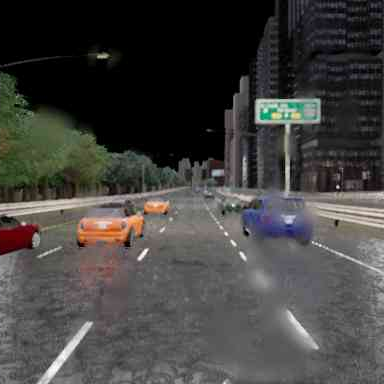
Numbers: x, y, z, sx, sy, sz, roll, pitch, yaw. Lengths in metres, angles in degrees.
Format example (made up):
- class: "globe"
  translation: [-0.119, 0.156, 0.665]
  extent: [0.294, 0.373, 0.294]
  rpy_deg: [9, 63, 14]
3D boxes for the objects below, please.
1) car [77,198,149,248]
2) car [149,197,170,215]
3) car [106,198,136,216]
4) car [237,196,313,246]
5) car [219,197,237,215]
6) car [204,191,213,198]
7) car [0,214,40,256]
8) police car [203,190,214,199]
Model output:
- class: "car"
  translation: [-3.368, 1.305, 14.657]
  extent: [2.097, 1.767, 4.553]
  rpy_deg: [0, 0, 0]
- class: "car"
  translation: [-3.274, 1.227, 32.008]
  extent: [2.097, 1.767, 4.553]
  rpy_deg: [0, 0, 0]
- class: "car"
  translation: [-6.770, 1.377, 32.356]
  extent: [1.837, 1.490, 4.892]
  rpy_deg: [0, 0, 0]
- class: "car"
  translation: [3.633, 1.174, 15.086]
  extent: [2.150, 2.045, 5.566]
  rpy_deg: [0, 0, 0]
- class: "car"
  translation: [3.727, 1.228, 32.025]
  extent: [2.097, 1.767, 4.553]
  rpy_deg: [0, 0, 0]
- class: "car"
  translation: [4.385, 0.676, 89.150]
  extent: [2.097, 1.767, 4.553]
  rpy_deg: [0, 1, 1]
- class: "car"
  translation: [-6.879, 1.443, 11.078]
  extent: [1.882, 1.535, 5.008]
  rpy_deg: [0, 0, 0]
- class: "police car"
  translation: [4.188, 0.875, 78.321]
  extent: [1.930, 1.638, 5.238]
  rpy_deg: [0, 1, 1]
